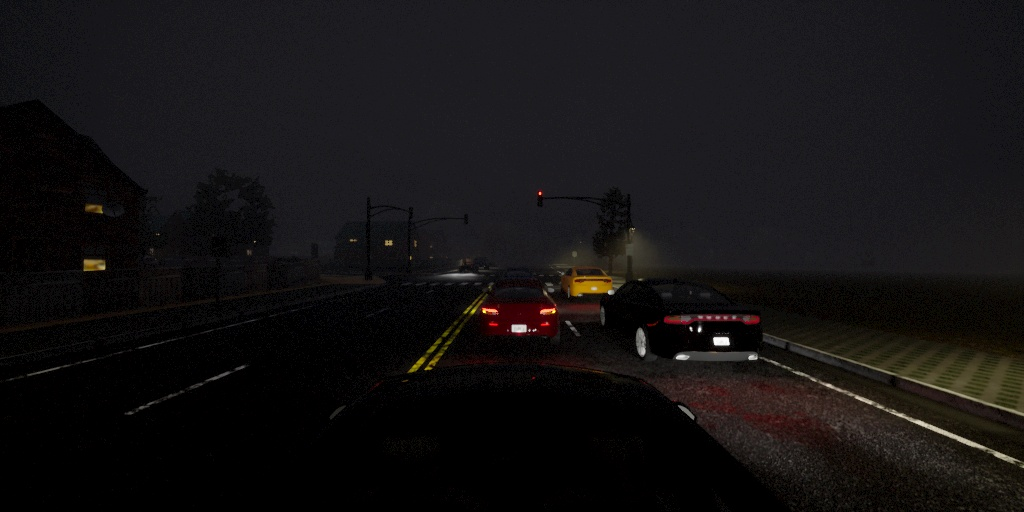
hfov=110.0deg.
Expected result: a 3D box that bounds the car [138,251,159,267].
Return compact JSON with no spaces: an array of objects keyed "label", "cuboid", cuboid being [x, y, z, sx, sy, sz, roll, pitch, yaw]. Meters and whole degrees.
[{"label":"car","cuboid":[-40.898,0.332,38.498,5.566,2.045,2.150,1,-1,16]}]

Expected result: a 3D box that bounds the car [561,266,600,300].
[{"label":"car","cuboid":[3.545,1.239,17.740,1.882,1.535,5.008,0,0,1]}]

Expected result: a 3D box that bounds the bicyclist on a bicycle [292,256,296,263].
[{"label":"bicyclist on a bicycle","cuboid":[-24.220,0.780,39.930,0.582,1.620,1.656,1,-1,16]}]

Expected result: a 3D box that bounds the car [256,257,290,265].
[{"label":"car","cuboid":[-21.036,0.910,32.953,5.008,1.535,1.882,1,-1,16]}]

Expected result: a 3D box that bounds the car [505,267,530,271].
[{"label":"car","cuboid":[0.295,1.289,18.556,1.812,1.442,4.674,0,0,0]}]

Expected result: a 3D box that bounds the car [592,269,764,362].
[{"label":"car","cuboid":[3.408,1.231,8.273,1.882,1.535,5.008,0,0,0]}]

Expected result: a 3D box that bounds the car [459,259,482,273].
[{"label":"car","cuboid":[-5.432,1.418,45.594,1.895,1.301,4.718,0,0,3]}]

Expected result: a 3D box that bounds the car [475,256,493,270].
[{"label":"car","cuboid":[-4.843,1.064,56.031,2.150,2.045,5.566,0,0,4]}]

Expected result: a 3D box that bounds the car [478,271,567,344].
[{"label":"car","cuboid":[0.169,1.280,9.449,1.812,1.442,4.674,0,0,1]}]

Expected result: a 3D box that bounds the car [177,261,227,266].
[{"label":"car","cuboid":[-30.821,0.875,35.676,4.718,1.301,1.895,1,-1,16]}]
